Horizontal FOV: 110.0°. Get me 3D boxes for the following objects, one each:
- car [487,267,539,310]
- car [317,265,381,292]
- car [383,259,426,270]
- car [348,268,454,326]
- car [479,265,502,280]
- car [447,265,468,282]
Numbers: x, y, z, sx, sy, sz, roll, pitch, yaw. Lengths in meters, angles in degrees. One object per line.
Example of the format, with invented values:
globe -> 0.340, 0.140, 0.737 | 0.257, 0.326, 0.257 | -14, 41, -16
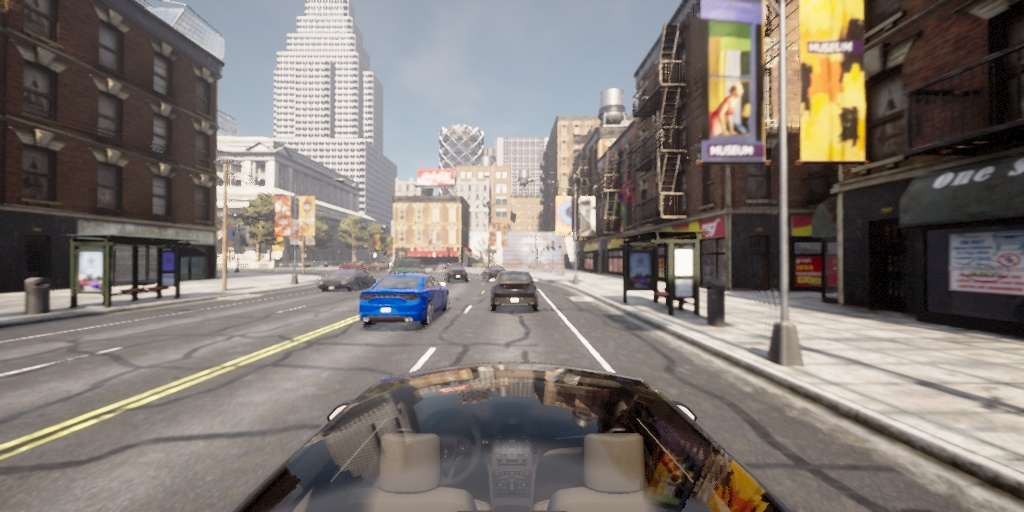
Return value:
car -> 0.096, 1.386, 15.497 | 1.837, 1.490, 4.892 | 0, -1, 0
car -> -10.686, 1.508, 23.643 | 2.033, 1.411, 5.357 | 0, -1, -3
car -> -7.515, 1.207, 26.270 | 2.150, 2.045, 5.566 | 0, -1, -8
car -> -3.404, 1.328, 12.154 | 1.882, 1.535, 5.008 | 0, -1, 0
car -> -1.609, 1.571, 32.604 | 1.812, 1.442, 4.674 | 0, -1, -14
car -> -5.171, 1.571, 32.590 | 1.812, 1.442, 4.674 | 0, -1, -15
